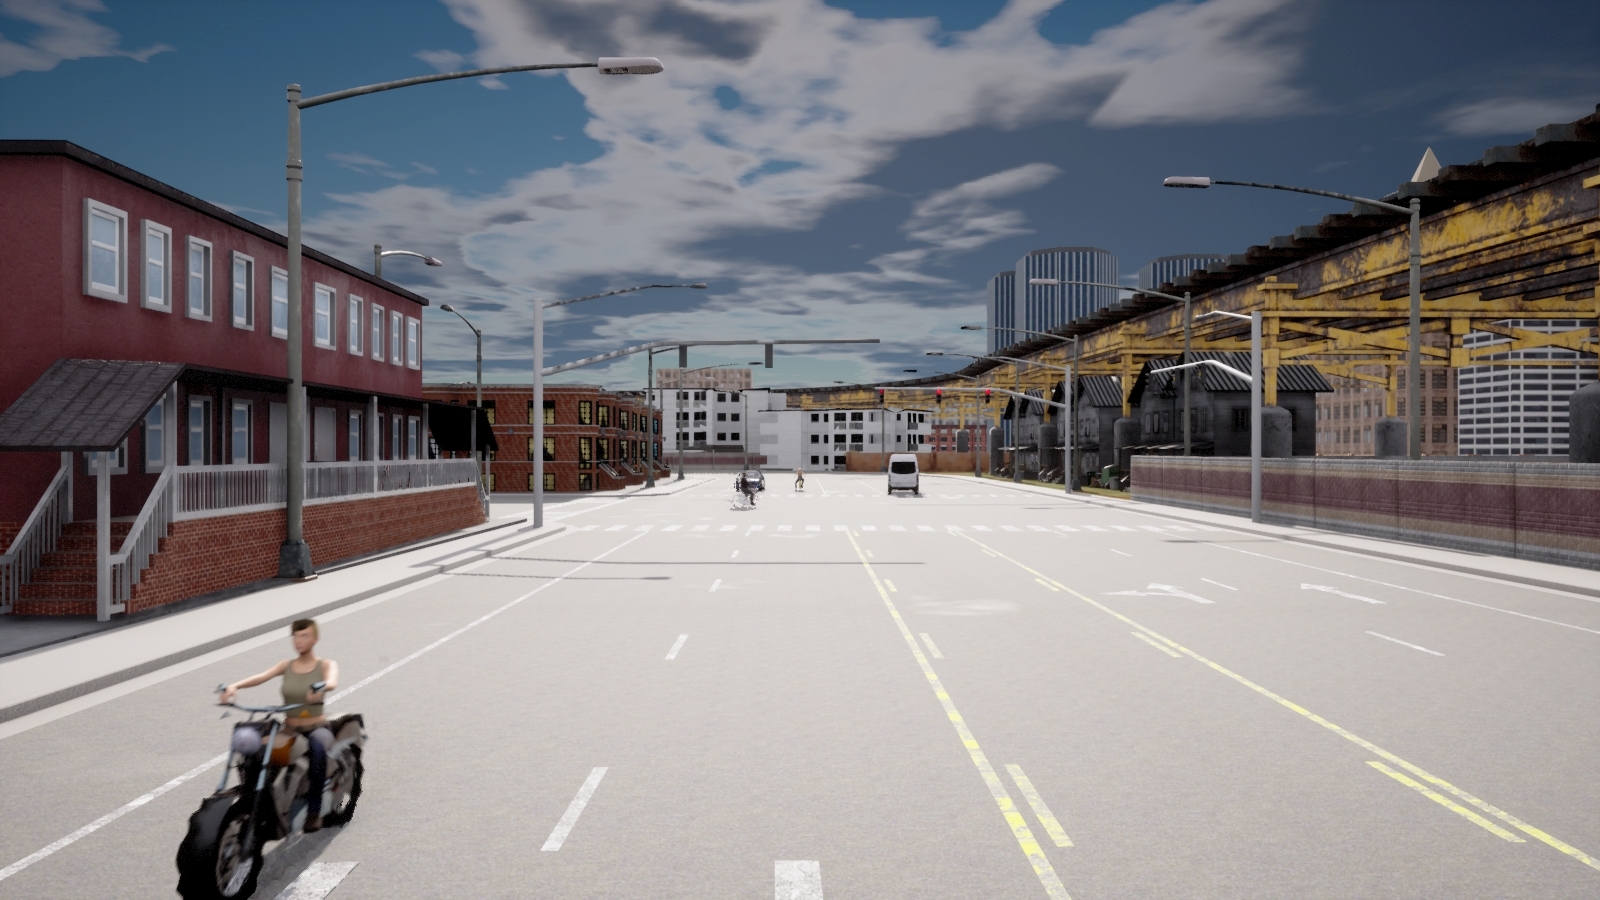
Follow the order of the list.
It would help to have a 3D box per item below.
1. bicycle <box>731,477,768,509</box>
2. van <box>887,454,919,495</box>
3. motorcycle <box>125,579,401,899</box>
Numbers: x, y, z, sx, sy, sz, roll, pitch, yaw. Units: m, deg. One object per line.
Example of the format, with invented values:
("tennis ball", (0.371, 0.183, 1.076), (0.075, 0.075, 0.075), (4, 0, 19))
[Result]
("bicycle", (-2.447, 2.068, 55.352), (1.835, 1.496, 0.329), (0, -1, -28))
("van", (6.782, 1.562, 75.813), (1.988, 2.561, 5.915), (0, 0, 4))
("motorcycle", (-3.503, 1.910, 7.752), (0.764, 1.802, 2.356), (0, 0, 0))
